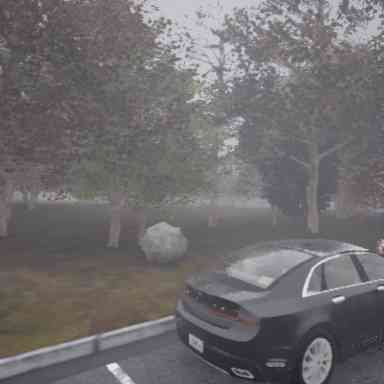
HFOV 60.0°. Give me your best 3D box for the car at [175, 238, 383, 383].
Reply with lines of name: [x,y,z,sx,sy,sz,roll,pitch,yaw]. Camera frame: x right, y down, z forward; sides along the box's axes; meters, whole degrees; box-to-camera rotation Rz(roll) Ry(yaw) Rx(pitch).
car: [2.070,1.500,5.229,4.892,1.521,2.231,0,0,-33]
